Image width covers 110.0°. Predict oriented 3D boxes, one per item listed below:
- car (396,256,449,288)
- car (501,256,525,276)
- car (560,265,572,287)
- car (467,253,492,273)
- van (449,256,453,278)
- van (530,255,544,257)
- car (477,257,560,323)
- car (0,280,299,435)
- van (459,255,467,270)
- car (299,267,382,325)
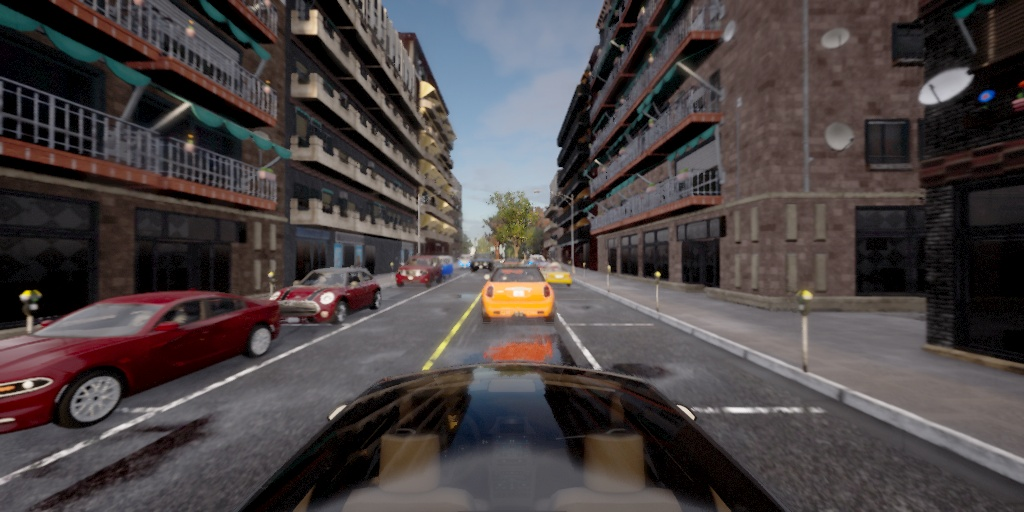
[{"bbox_3d":[-5.692,0.907,22.635,2.192,1.841,5.009,0,0,0],"label":"car"},{"bbox_3d":[0.097,0.864,33.306,2.097,1.767,4.553,0,0,0],"label":"car"},{"bbox_3d":[2.690,1.118,22.767,1.751,1.417,4.829,0,0,0],"label":"car"},{"bbox_3d":[-3.053,0.701,38.056,2.150,2.045,5.566,0,0,0],"label":"car"},{"bbox_3d":[-5.692,0.891,28.295,1.690,1.789,3.998,0,0,0],"label":"van"},{"bbox_3d":[2.674,0.807,39.581,1.690,1.789,3.998,0,0,0],"label":"van"},{"bbox_3d":[0.130,1.024,11.916,2.097,1.767,4.553,0,0,-1],"label":"car"},{"bbox_3d":[-5.690,1.265,5.649,1.888,1.381,4.507,0,0,0],"label":"car"},{"bbox_3d":[-5.695,0.765,45.280,1.690,1.789,3.998,0,0,0],"label":"van"},{"bbox_3d":[-5.691,1.117,11.312,1.967,1.591,4.097,0,0,0],"label":"car"}]
